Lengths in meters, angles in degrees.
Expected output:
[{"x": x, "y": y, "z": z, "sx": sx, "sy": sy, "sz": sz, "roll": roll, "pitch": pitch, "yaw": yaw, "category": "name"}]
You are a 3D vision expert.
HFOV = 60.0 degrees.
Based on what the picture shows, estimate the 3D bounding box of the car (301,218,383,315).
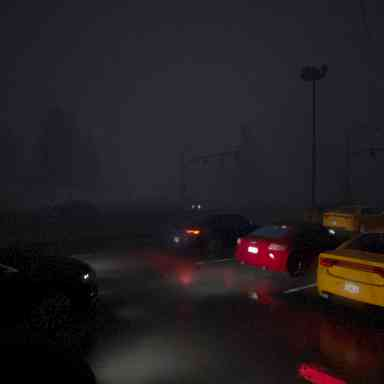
[{"x": 4.738, "y": 1.478, "z": 7.033, "sx": 5.008, "sy": 1.535, "sz": 1.882, "roll": 0, "pitch": 0, "yaw": -35, "category": "car"}]

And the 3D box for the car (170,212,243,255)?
[{"x": 1.349, "y": 1.526, "z": 13.200, "sx": 4.674, "sy": 1.442, "sz": 1.812, "roll": 0, "pitch": 0, "yaw": -35, "category": "car"}]

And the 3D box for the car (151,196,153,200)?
[{"x": -9.433, "y": 1.524, "z": 85.092, "sx": 1.812, "sy": 1.442, "sz": 4.674, "roll": 0, "pitch": 0, "yaw": -10, "category": "car"}]

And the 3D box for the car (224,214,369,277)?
[{"x": 3.324, "y": 1.564, "z": 10.309, "sx": 4.181, "sy": 1.385, "sz": 1.994, "roll": 0, "pitch": 0, "yaw": -35, "category": "car"}]

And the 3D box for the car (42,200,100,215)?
[{"x": -10.982, "y": 1.477, "z": 30.467, "sx": 5.008, "sy": 1.535, "sz": 1.882, "roll": 0, "pitch": 0, "yaw": -35, "category": "car"}]

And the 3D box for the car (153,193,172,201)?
[{"x": -6.024, "y": 1.225, "z": 70.937, "sx": 2.150, "sy": 2.045, "sz": 5.566, "roll": 0, "pitch": 0, "yaw": -21, "category": "car"}]

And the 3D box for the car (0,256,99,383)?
[{"x": -2.928, "y": 1.505, "z": 1.645, "sx": 4.892, "sy": 1.490, "sz": 1.837, "roll": 0, "pitch": 0, "yaw": -35, "category": "car"}]

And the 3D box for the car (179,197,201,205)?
[{"x": -0.466, "y": 1.547, "z": 57.958, "sx": 2.033, "sy": 1.411, "sz": 5.357, "roll": 0, "pitch": 0, "yaw": -27, "category": "car"}]

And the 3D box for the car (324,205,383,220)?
[{"x": 9.525, "y": 1.478, "z": 18.891, "sx": 5.008, "sy": 1.535, "sz": 1.882, "roll": 0, "pitch": 0, "yaw": -35, "category": "car"}]

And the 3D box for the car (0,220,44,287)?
[{"x": -6.515, "y": 1.547, "z": 7.714, "sx": 5.357, "sy": 1.411, "sz": 2.033, "roll": 0, "pitch": 0, "yaw": -35, "category": "car"}]

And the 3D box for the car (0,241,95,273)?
[{"x": -3.974, "y": 1.492, "z": 5.192, "sx": 4.902, "sy": 1.511, "sz": 2.128, "roll": 0, "pitch": 0, "yaw": -35, "category": "car"}]
